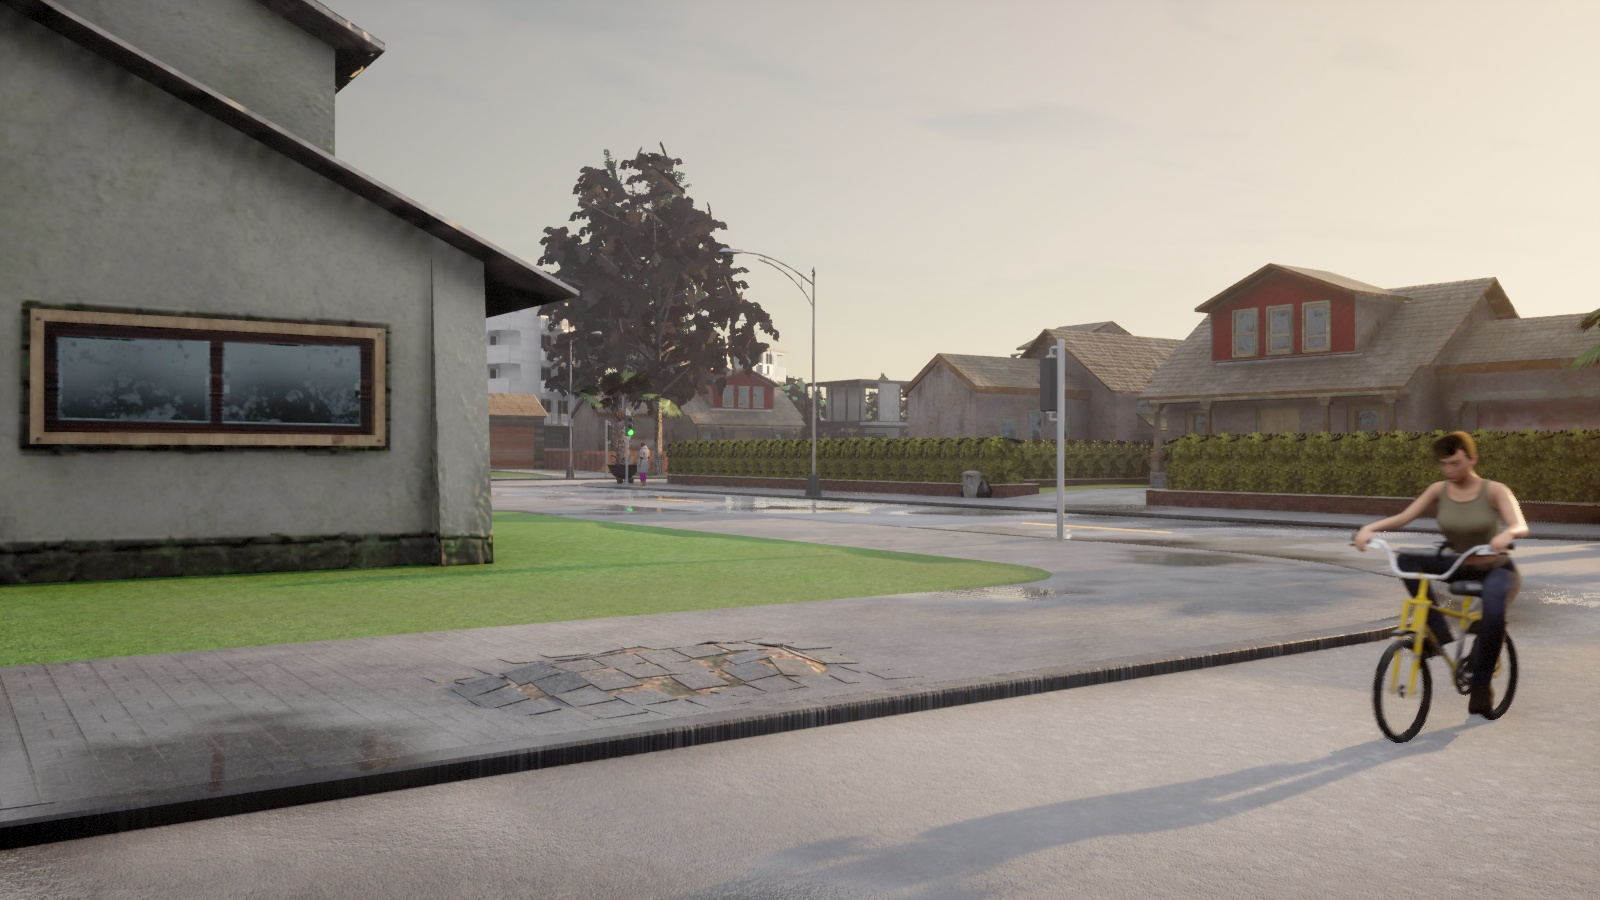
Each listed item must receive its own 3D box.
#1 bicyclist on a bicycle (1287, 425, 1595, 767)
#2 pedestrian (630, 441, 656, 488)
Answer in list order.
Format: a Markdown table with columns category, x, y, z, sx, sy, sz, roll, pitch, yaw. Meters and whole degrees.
| category | x | y | z | sx | sy | sz | roll | pitch | yaw |
| --- | --- | --- | --- | --- | --- | --- | --- | --- | --- |
| bicyclist on a bicycle | 3.443 | 0.690 | 6.723 | 1.509 | 1.612 | 0.866 | 0 | 0 | -36 |
| pedestrian | -6.603 | 0.598 | 52.738 | 0.873 | 1.952 | 0.659 | 0 | 0 | 35 |
